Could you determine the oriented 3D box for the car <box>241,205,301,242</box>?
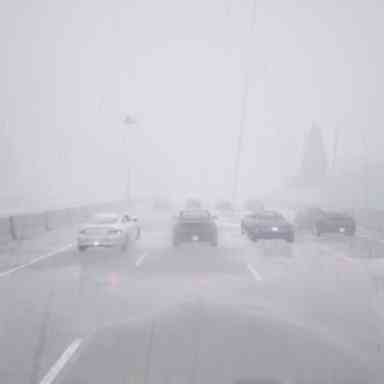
[{"bbox_3d":[3.638,1.585,16.586,1.994,1.385,4.181,0,0,0],"label":"car"}]

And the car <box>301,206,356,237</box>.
[{"bbox_3d":[7.142,1.518,18.223,1.837,1.490,4.892,0,0,0],"label":"car"}]

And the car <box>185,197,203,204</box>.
[{"bbox_3d":[0.192,1.372,39.012,1.837,1.490,4.892,0,1,0],"label":"car"}]

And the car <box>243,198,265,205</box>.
[{"bbox_3d":[7.191,1.422,38.637,1.994,1.385,4.181,0,1,0],"label":"car"}]

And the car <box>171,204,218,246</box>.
[{"bbox_3d":[0.135,1.536,15.378,1.837,1.490,4.892,0,0,0],"label":"car"}]

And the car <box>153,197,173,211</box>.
[{"bbox_3d":[-3.310,1.390,37.979,1.837,1.490,4.892,0,1,0],"label":"car"}]

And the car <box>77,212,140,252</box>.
[{"bbox_3d":[-3.368,1.561,14.019,1.812,1.442,4.674,0,0,0],"label":"car"}]

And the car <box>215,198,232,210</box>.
[{"bbox_3d":[3.693,1.379,39.407,1.812,1.442,4.674,0,1,0],"label":"car"}]
